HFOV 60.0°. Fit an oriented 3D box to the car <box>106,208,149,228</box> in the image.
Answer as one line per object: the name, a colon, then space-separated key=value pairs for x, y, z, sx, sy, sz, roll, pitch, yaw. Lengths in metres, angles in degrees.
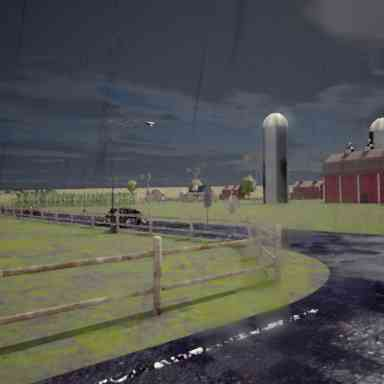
car: x=-5.297 y=2.075 z=27.376 sx=1.837 sy=1.490 sz=4.892 roll=-1 pitch=0 yaw=-44

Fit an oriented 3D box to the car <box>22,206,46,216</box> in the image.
car: x=-21.414 y=2.618 z=45.034 sx=1.895 sy=1.301 sz=4.718 roll=-1 pitch=0 yaw=-41
